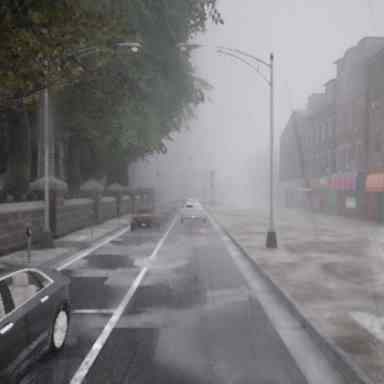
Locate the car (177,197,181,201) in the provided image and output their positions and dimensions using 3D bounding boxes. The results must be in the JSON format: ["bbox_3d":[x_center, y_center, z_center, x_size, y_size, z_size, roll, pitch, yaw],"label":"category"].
[{"bbox_3d":[-2.636,1.607,37.527,1.947,1.339,4.313,-1,0,0],"label":"car"}]

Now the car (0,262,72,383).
[{"bbox_3d":[-2.642,1.551,3.395,2.008,1.369,4.403,0,0,0],"label":"car"}]

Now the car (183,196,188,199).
[{"bbox_3d":[0.111,1.577,41.937,1.812,1.442,4.674,0,0,0],"label":"car"}]

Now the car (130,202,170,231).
[{"bbox_3d":[-2.639,1.556,20.461,1.887,1.381,4.507,0,0,0],"label":"car"}]

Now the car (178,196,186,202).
[{"bbox_3d":[-2.626,1.779,86.716,1.947,1.339,4.313,-1,0,0],"label":"car"}]

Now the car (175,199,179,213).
[{"bbox_3d":[-2.637,1.580,31.839,2.008,1.369,4.403,-1,0,0],"label":"car"}]

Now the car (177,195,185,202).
[{"bbox_3d":[-2.628,1.630,81.282,1.967,1.590,4.097,-1,0,0],"label":"car"}]

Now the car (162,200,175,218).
[{"bbox_3d":[-2.638,1.564,26.150,1.887,1.381,4.507,0,0,0],"label":"car"}]

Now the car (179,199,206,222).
[{"bbox_3d":[0.110,1.545,26.028,1.812,1.442,4.674,0,0,0],"label":"car"}]

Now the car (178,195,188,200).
[{"bbox_3d":[-2.629,1.607,75.848,1.967,1.590,4.097,-1,0,0],"label":"car"}]
